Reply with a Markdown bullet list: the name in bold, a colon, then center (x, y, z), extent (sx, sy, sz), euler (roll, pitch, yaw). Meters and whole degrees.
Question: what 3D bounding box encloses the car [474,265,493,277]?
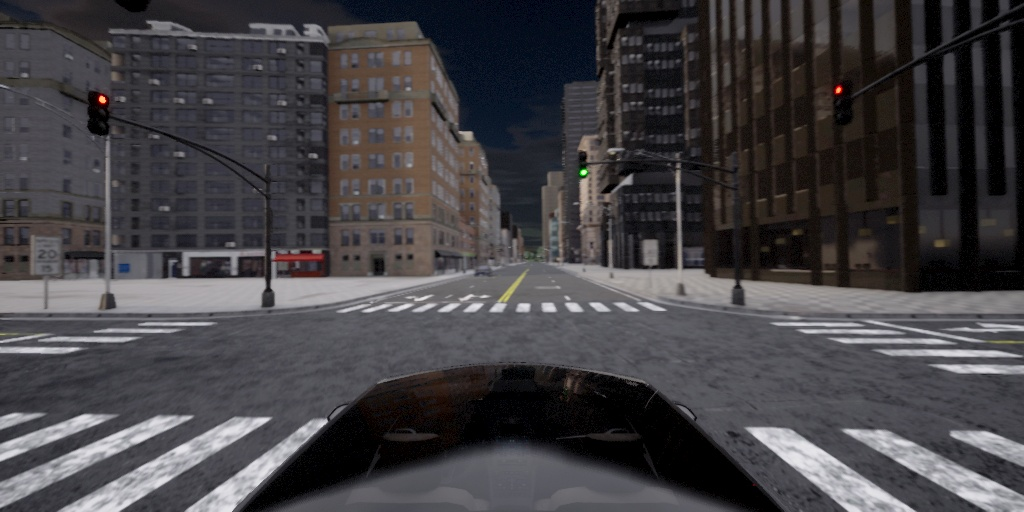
- **car**: center (-3.554, 1.909, 45.417), extent (2.033, 1.411, 5.357), euler (-1, 0, 4)
